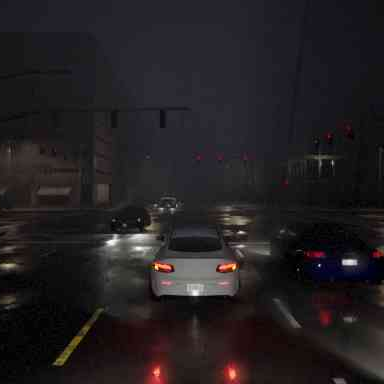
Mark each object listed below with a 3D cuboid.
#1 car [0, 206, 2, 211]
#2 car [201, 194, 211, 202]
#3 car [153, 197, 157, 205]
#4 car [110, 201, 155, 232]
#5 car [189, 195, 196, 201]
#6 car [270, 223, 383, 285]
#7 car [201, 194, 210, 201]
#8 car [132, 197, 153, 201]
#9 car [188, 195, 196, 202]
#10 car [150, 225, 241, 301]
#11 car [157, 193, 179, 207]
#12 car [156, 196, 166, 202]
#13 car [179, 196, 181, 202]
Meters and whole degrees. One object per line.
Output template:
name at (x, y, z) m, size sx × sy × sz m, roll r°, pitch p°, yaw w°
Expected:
car at (-21.658, 1.492, 32.736) m, size 5.357 × 1.411 × 2.033 m, roll 0°, pitch 0°, yaw 6°
car at (3.531, 1.546, 78.443) m, size 1.994 × 1.385 × 4.181 m, roll 0°, pitch 0°, yaw 0°
car at (-7.044, 1.547, 60.516) m, size 2.033 × 1.411 × 5.357 m, roll 0°, pitch 0°, yaw 0°
car at (-3.596, 1.505, 20.076) m, size 1.812 × 1.442 × 4.674 m, roll 0°, pitch 0°, yaw 0°
car at (0.034, 1.493, 87.215) m, size 1.812 × 1.442 × 4.674 m, roll 0°, pitch 0°, yaw 0°
car at (3.582, 1.564, 9.545) m, size 1.994 × 1.385 × 4.181 m, roll 0°, pitch 0°, yaw 0°
car at (3.534, 1.316, 86.968) m, size 2.097 × 1.767 × 4.553 m, roll 0°, pitch 0°, yaw 0°
car at (-7.105, 1.478, 46.107) m, size 1.882 × 1.535 × 5.008 m, roll 0°, pitch 0°, yaw 1°
car at (0.030, 1.518, 77.887) m, size 2.128 × 1.511 × 4.902 m, roll 0°, pitch 0°, yaw 0°
car at (0.073, 1.526, 8.177) m, size 1.812 × 1.442 × 4.674 m, roll 0°, pitch 0°, yaw 0°
car at (-3.567, 1.222, 50.594) m, size 2.150 × 2.045 × 5.566 m, roll 0°, pitch 0°, yaw 0°
car at (-6.971, 1.553, 75.431) m, size 1.994 × 1.385 × 4.181 m, roll 0°, pitch 0°, yaw 0°
car at (-3.533, 1.478, 62.979) m, size 1.882 × 1.535 × 5.008 m, roll 0°, pitch 0°, yaw 0°
